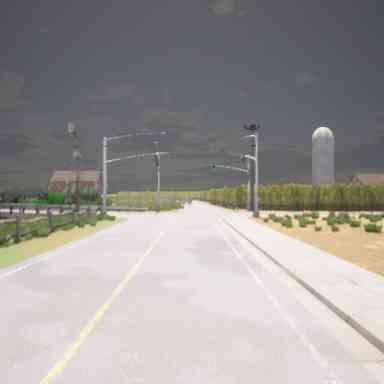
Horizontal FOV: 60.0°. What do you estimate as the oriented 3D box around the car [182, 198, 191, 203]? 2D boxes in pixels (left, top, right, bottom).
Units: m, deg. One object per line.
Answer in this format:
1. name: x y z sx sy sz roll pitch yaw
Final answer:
1. car: -1.295 2.100 78.203 2.097 1.767 4.553 0 -1 -3
